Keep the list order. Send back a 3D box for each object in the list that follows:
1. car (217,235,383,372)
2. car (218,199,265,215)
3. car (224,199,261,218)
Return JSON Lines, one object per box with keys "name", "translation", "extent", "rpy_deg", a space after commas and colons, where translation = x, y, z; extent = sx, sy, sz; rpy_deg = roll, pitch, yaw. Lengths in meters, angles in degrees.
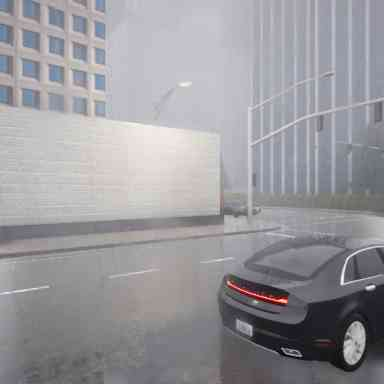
{"name": "car", "translation": [2.658, 1.505, 5.696], "extent": [4.892, 1.490, 1.837], "rpy_deg": [0, 0, -35]}
{"name": "car", "translation": [5.160, 1.547, 35.407], "extent": [2.128, 1.511, 4.902], "rpy_deg": [0, 0, -36]}
{"name": "car", "translation": [3.599, 1.603, 31.575], "extent": [2.033, 1.411, 5.357], "rpy_deg": [0, 0, -36]}
